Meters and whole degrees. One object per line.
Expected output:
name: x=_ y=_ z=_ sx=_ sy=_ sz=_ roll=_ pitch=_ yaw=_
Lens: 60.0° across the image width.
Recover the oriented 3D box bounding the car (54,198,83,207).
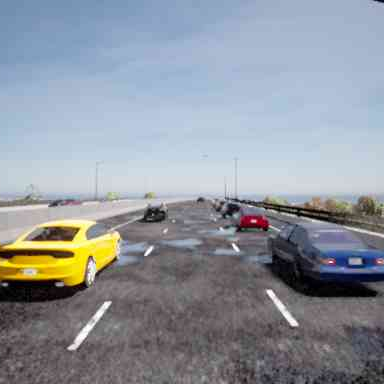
car: x=-16.902 y=1.652 z=46.424 sx=2.097 sy=1.767 sz=4.553 roll=0 pitch=0 yaw=2

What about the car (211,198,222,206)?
car: x=4.794 y=1.940 z=65.243 sx=1.882 sy=1.535 sz=5.008 roll=0 pitch=-1 yaw=2

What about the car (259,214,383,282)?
car: x=3.642 y=1.603 z=9.912 sx=2.033 sy=1.411 sz=5.357 roll=0 pitch=0 yaw=0

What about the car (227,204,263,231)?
car: x=3.653 y=1.690 z=21.569 sx=1.994 sy=1.385 sz=4.181 roll=0 pitch=0 yaw=1

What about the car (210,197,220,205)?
car: x=5.253 y=2.000 z=76.156 sx=2.033 sy=1.649 sz=4.856 roll=0 pitch=-1 yaw=3

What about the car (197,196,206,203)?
car: x=2.171 y=2.040 z=85.434 sx=1.837 sy=1.490 sz=4.892 roll=0 pitch=-1 yaw=3

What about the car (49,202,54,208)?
car: x=-20.253 y=1.842 z=51.238 sx=1.837 sy=1.490 sz=4.892 roll=0 pitch=0 yaw=2

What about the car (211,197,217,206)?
car: x=4.405 y=1.859 z=54.328 sx=2.128 sy=1.511 sz=4.902 roll=0 pitch=0 yaw=2

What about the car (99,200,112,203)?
car: x=-13.257 y=1.902 z=51.152 sx=1.994 sy=1.385 sz=4.181 roll=0 pitch=0 yaw=2

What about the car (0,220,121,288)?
car: x=-3.358 y=1.529 z=9.403 sx=1.882 sy=1.535 sz=5.008 roll=0 pitch=0 yaw=0

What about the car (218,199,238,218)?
car: x=3.834 y=1.727 z=32.489 sx=1.812 sy=1.442 sz=4.674 roll=0 pitch=0 yaw=1

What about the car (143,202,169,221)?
car: x=-3.113 y=1.672 z=29.586 sx=2.128 sy=1.511 sz=4.902 roll=0 pitch=0 yaw=1

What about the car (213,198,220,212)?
car: x=4.085 y=1.806 z=43.409 sx=1.812 sy=1.442 sz=4.674 roll=0 pitch=0 yaw=1
